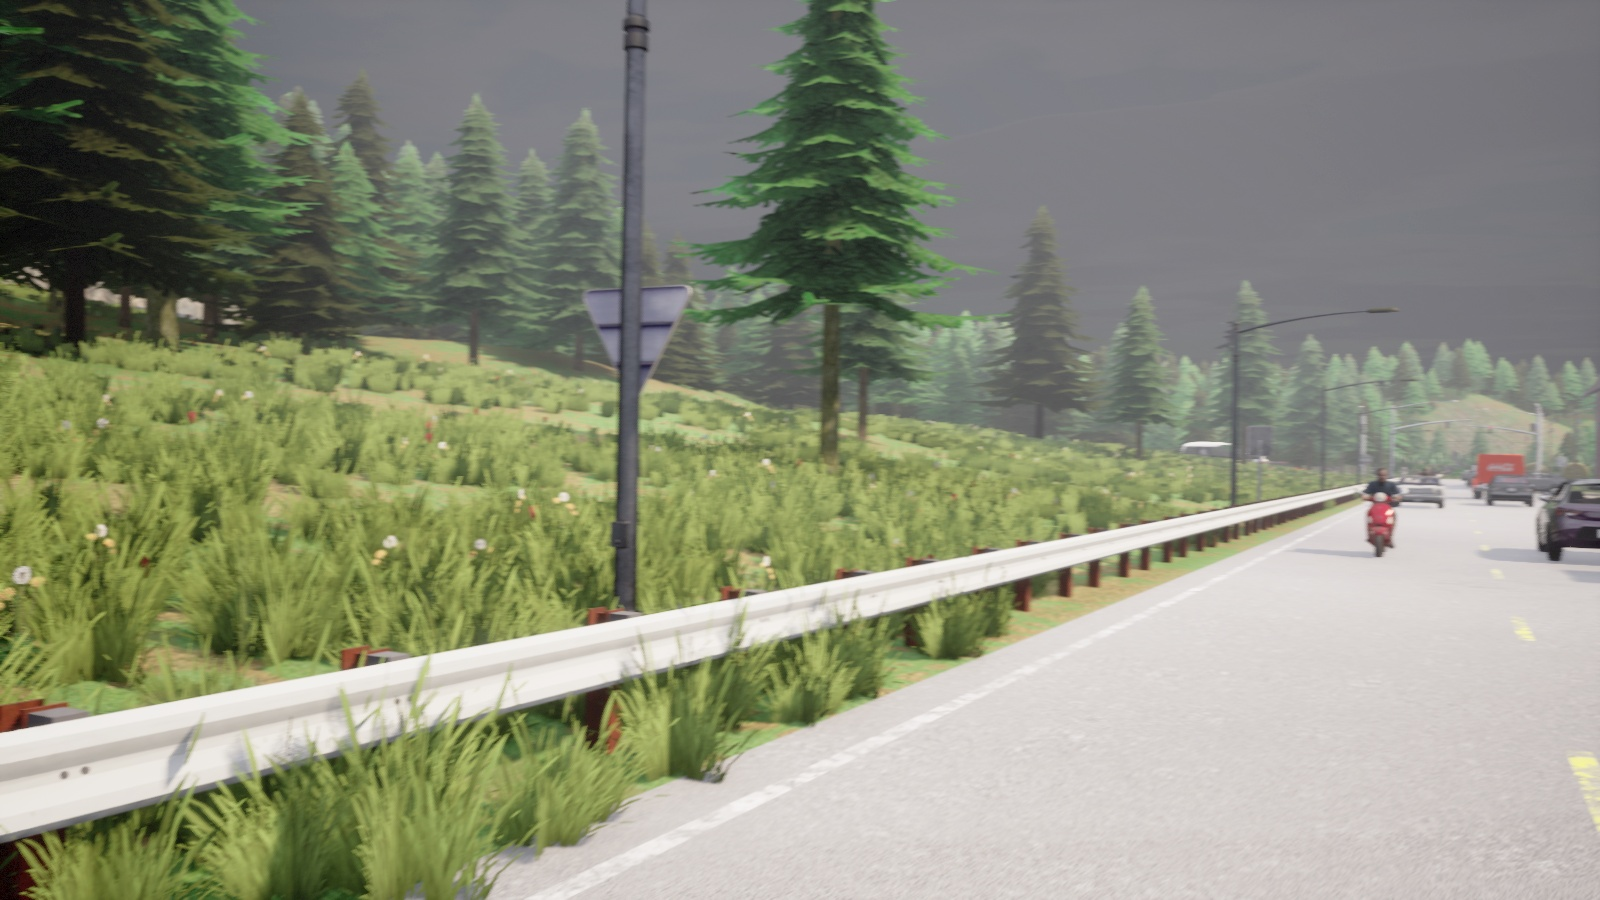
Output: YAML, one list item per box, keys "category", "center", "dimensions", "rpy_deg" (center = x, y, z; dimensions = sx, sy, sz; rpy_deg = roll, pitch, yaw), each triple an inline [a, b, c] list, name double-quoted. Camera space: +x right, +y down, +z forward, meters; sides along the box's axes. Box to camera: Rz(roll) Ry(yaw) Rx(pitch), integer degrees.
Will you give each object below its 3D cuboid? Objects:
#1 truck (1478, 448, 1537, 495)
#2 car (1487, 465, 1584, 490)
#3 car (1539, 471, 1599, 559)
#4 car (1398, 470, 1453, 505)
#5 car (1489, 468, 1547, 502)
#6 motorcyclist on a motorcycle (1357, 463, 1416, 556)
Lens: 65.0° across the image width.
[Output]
- category: "truck"
  center: [38.441, 1.149, 68.338]
  dimensions: [2.627, 2.467, 5.204]
  rpy_deg: [0, -1, 28]
- category: "car"
  center: [47.133, 1.758, 80.578]
  dimensions: [4.902, 1.511, 2.128]
  rpy_deg: [1, 0, 14]
- category: "car"
  center: [14.853, 1.146, 23.225]
  dimensions: [1.816, 1.474, 4.193]
  rpy_deg: [0, 0, 28]
- category: "car"
  center: [25.706, 1.505, 51.535]
  dimensions: [1.895, 1.301, 4.718]
  rpy_deg: [0, 0, 28]
- category: "car"
  center: [32.318, 1.555, 56.633]
  dimensions: [2.033, 1.411, 5.357]
  rpy_deg: [0, 0, 28]
- category: "motorcyclist on a motorcycle"
  center: [10.561, 1.034, 22.567]
  dimensions: [0.866, 1.590, 1.817]
  rpy_deg: [0, 0, 28]
